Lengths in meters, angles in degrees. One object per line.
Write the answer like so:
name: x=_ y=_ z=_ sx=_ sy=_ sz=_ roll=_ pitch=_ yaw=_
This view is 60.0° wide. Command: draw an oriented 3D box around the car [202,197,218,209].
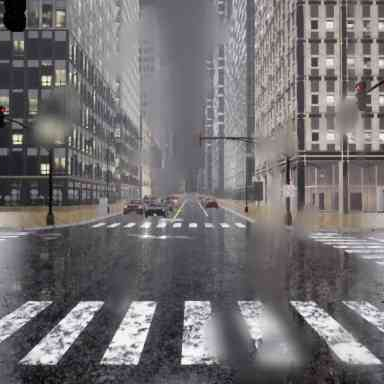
car: x=2.661 y=1.599 z=45.037 sx=1.802 sy=1.307 sz=4.206 roll=1 pitch=0 yaw=0

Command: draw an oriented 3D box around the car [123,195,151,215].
car: x=-5.705 y=1.453 z=33.817 sx=1.967 sy=1.590 sz=4.097 roll=1 pitch=0 yaw=0

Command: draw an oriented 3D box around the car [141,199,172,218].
car: x=-3.127 y=1.612 z=30.313 sx=1.895 sy=1.301 sz=4.718 roll=0 pitch=0 yaw=0

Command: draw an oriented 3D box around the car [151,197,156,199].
car: x=-5.714 y=1.597 z=39.392 sx=1.802 sy=1.307 sz=4.206 roll=1 pitch=0 yaw=0

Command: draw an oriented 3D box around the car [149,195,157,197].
car: x=-5.713 y=1.332 z=44.967 sx=2.192 sy=1.841 sz=5.009 roll=1 pitch=0 yaw=0

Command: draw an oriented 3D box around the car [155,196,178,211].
car: x=-3.132 y=1.563 z=39.879 sx=2.033 sy=1.411 sz=5.357 roll=0 pitch=0 yaw=0

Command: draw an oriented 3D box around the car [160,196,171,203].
car: x=-5.744 y=1.573 z=72.843 sx=1.887 sy=1.381 sz=4.507 roll=1 pitch=0 yaw=0

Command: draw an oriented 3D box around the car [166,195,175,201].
car: x=-5.759 y=1.587 z=89.568 sx=2.008 sy=1.369 sz=4.403 roll=1 pitch=0 yaw=0

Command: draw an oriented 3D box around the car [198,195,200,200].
car: x=2.646 y=1.590 z=61.770 sx=1.947 sy=1.339 sz=4.313 roll=1 pitch=0 yaw=0

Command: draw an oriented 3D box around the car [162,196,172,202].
car: x=-5.749 y=1.582 z=78.418 sx=2.008 sy=1.369 sz=4.403 roll=1 pitch=0 yaw=0

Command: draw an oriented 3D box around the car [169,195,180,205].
car: x=-3.136 y=1.371 z=49.382 sx=2.097 sy=1.767 sz=4.553 roll=0 pitch=0 yaw=0

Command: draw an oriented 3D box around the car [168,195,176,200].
car: x=-5.765 y=1.605 z=95.144 sx=1.947 sy=1.339 sz=4.313 roll=1 pitch=0 yaw=0

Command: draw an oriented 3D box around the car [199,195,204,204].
car: x=2.653 y=1.547 z=56.362 sx=1.752 sy=1.417 sz=4.829 roll=1 pitch=0 yaw=0

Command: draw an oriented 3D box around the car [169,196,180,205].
car: x=-3.103 y=1.528 z=59.791 sx=1.837 sy=1.490 sz=4.892 roll=0 pitch=0 yaw=1
